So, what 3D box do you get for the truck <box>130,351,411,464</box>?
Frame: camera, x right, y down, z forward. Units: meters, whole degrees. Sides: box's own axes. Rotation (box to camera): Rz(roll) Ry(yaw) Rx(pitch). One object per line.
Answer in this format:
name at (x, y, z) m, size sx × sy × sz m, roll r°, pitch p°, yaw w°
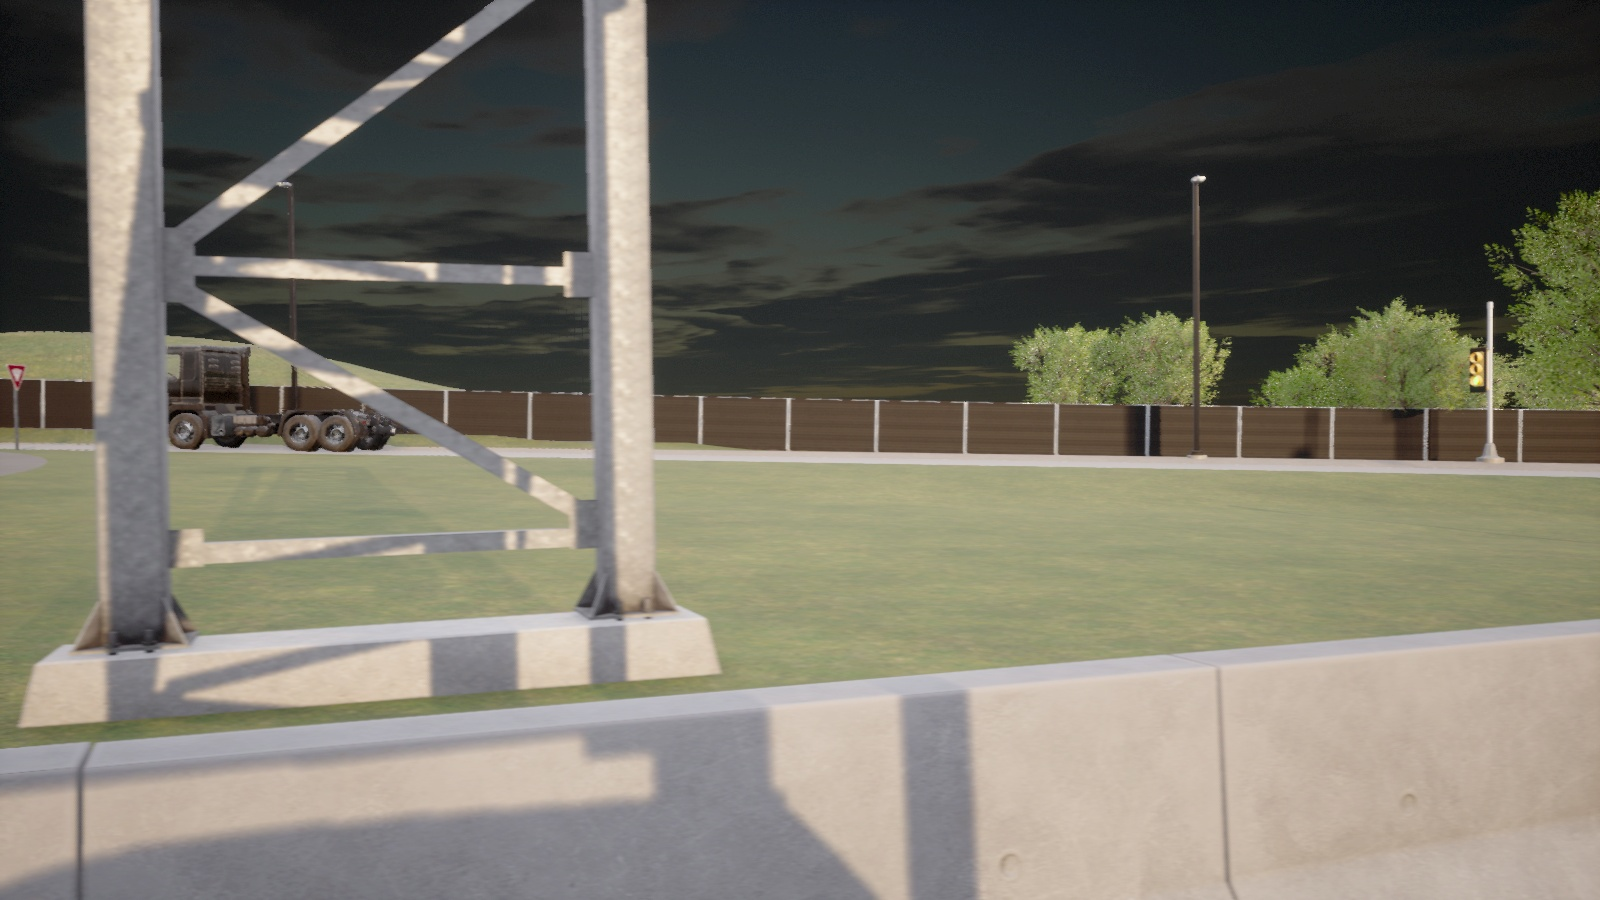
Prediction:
truck at (-17.034, -1.352, 40.703) m, size 7.936 × 3.462 × 2.891 m, roll 0°, pitch 2°, yaw 6°
